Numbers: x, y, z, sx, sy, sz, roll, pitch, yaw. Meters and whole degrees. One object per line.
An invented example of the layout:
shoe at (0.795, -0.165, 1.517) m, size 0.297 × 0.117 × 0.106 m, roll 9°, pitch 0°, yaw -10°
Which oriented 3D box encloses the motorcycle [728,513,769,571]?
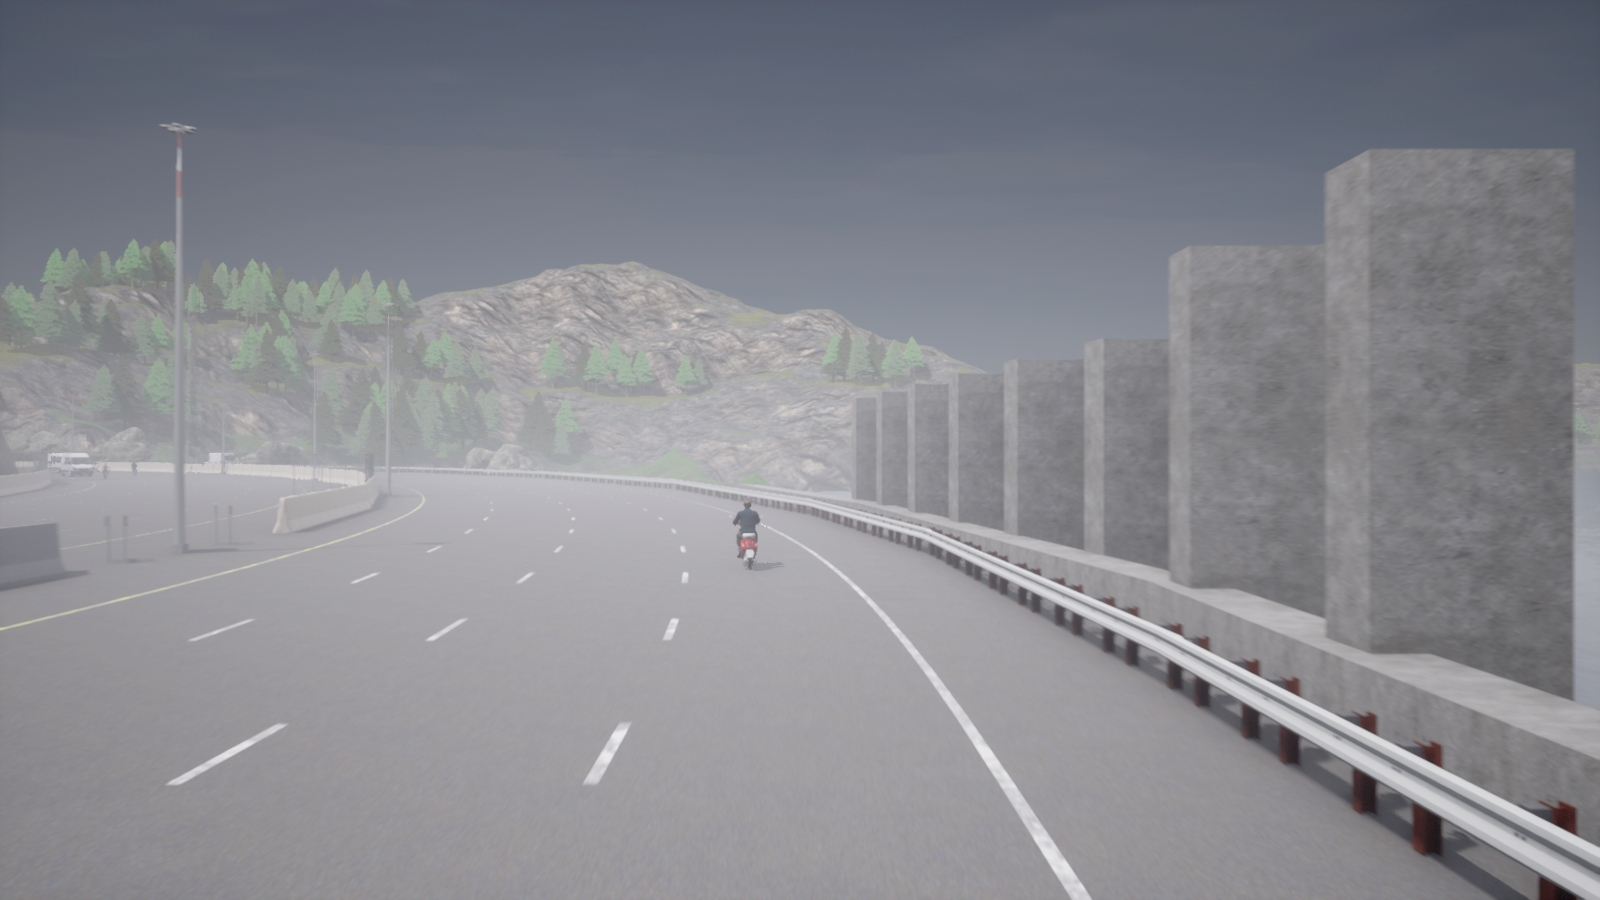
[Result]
motorcycle at (-1.265, 2.190, 27.541) m, size 0.856 × 1.236 × 1.805 m, roll -1°, pitch 0°, yaw -6°
